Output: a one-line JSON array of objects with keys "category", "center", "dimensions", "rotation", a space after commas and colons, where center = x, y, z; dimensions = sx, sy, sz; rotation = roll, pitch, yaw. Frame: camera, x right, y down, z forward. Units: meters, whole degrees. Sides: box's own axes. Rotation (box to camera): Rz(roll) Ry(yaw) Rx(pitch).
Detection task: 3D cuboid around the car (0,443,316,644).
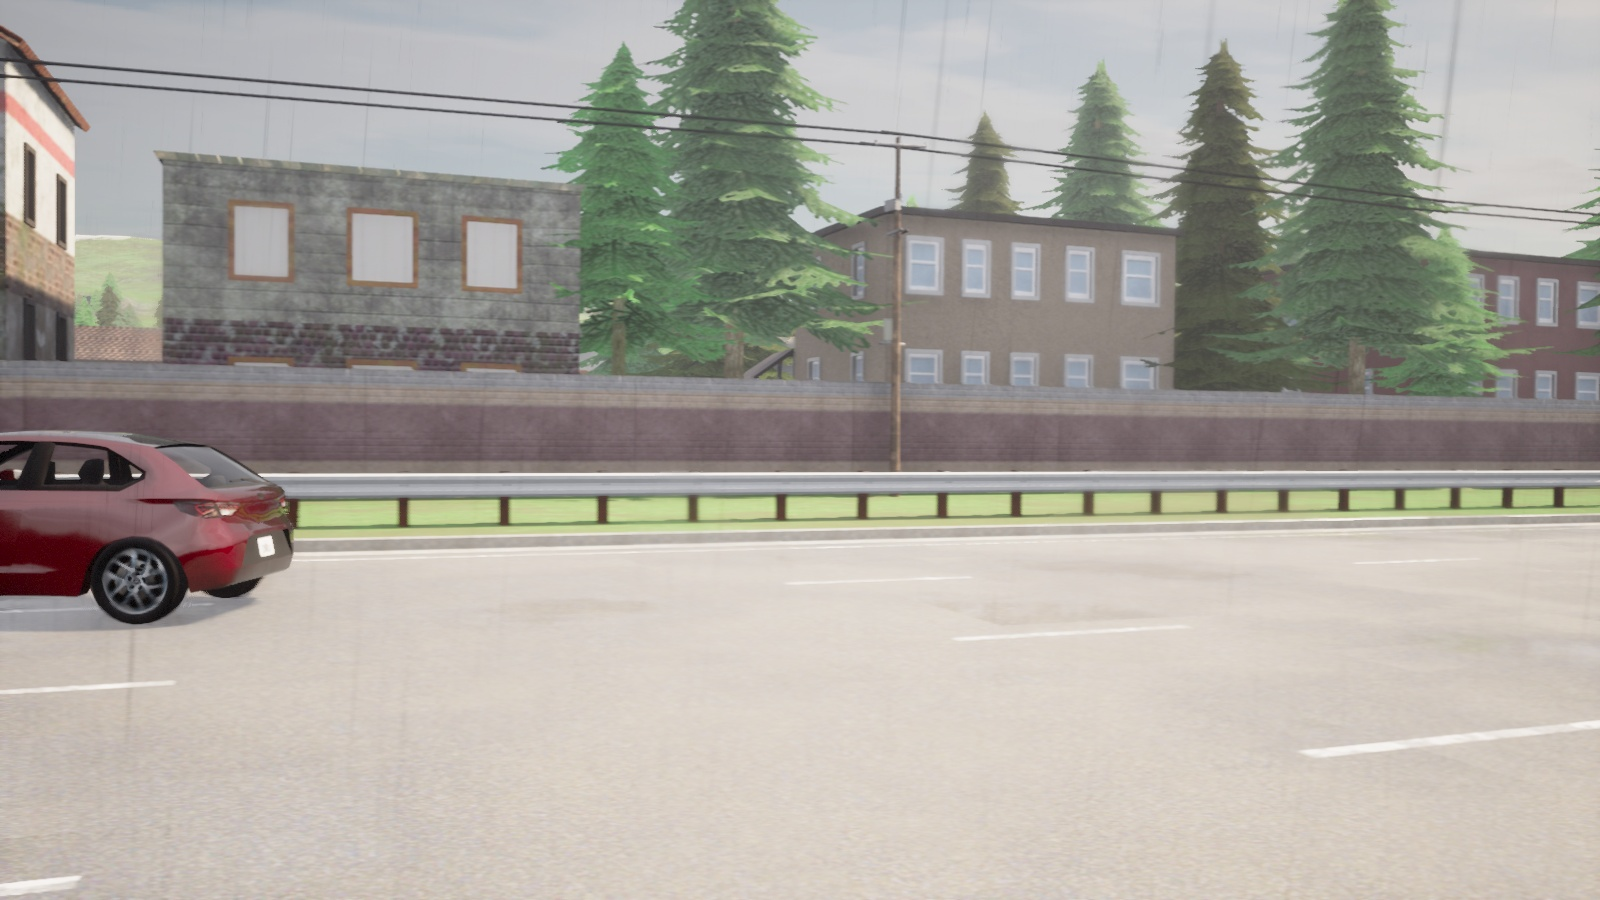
[{"category": "car", "center": [-6.452, 0.713, 10.350], "dimensions": [4.193, 1.474, 1.816], "rotation": [-1, 1, 0]}]
